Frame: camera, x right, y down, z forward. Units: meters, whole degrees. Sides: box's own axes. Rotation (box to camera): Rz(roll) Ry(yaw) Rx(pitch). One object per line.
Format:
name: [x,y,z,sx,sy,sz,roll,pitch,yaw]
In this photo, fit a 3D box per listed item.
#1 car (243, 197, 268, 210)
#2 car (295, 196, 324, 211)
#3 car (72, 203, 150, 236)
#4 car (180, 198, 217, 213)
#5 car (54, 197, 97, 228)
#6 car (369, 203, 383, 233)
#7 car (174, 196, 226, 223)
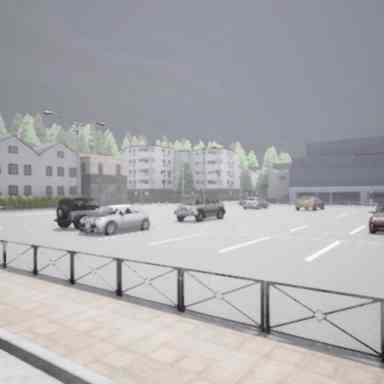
car: [7.862,1.397,40.895,1.970,1.475,3.806,-1,0,35]
car: [13.293,1.257,37.463,2.152,1.636,5.027,-1,0,35]
car: [-4.139,1.492,18.108,1.970,1.475,3.806,-1,0,35]
car: [0.808,1.497,37.242,2.007,1.523,4.514,-1,0,35]
car: [-6.507,1.240,20.524,1.905,1.878,3.866,-1,0,35]
car: [10.486,1.312,17.304,2.007,1.523,4.514,-1,0,35]
car: [0.713,1.229,25.062,1.932,1.855,4.605,-1,0,35]
